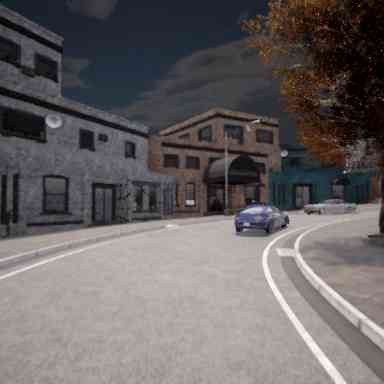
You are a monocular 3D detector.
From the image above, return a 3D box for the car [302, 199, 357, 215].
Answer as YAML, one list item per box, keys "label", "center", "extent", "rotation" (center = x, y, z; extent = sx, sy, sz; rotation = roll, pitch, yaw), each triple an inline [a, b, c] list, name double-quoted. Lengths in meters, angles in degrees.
- label: "car"
  center: [12.310, 1.341, 29.918]
  extent: [4.718, 1.301, 1.895]
  rotation: [-2, -2, -20]

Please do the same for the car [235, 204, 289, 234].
- label: "car"
  center: [3.924, 1.412, 18.545]
  extent: [1.812, 1.442, 4.674]
  rotation: [-2, 0, 32]
